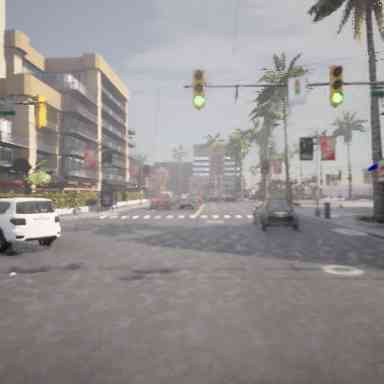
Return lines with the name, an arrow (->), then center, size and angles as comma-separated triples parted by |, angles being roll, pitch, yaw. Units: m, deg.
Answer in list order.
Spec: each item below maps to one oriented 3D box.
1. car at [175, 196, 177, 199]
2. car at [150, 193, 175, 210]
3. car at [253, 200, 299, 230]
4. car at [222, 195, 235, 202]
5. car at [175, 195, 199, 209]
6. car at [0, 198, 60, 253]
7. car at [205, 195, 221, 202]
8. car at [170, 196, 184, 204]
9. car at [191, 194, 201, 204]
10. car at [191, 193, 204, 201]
car -> -3.468, 1.485, 54.091 | 2.128, 1.511, 4.902 | 0, 0, 4
car -> -4.080, 1.226, 44.387 | 2.150, 2.045, 5.566 | 0, 0, 4
car -> 5.041, 1.298, 20.543 | 2.097, 1.767, 4.553 | 0, 0, 4
car -> 7.917, 1.369, 69.654 | 1.882, 1.535, 5.008 | 0, 0, 0
car -> -0.586, 1.524, 44.147 | 2.033, 1.411, 5.357 | 0, 0, 4
car -> -8.024, 1.277, 14.187 | 5.566, 2.045, 2.150 | 0, -1, 32
car -> 4.431, 1.397, 70.171 | 1.882, 1.535, 5.008 | 0, 0, 0
car -> -2.821, 1.529, 64.410 | 2.033, 1.411, 5.357 | 0, 0, 4
car -> 0.024, 1.470, 53.852 | 1.837, 1.490, 4.892 | 0, 0, 4
car -> 0.678, 1.174, 64.402 | 2.150, 2.045, 5.566 | 0, 0, 4
